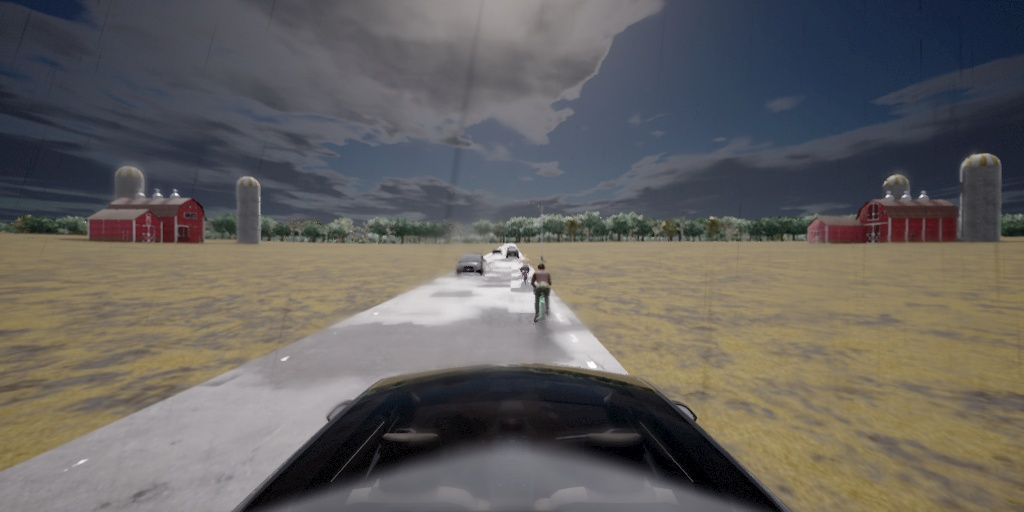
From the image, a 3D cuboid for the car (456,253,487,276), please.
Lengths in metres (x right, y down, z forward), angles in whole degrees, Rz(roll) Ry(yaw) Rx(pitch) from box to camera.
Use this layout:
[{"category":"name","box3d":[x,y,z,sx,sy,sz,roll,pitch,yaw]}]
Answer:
[{"category":"car","box3d":[-2.847,0.562,25.832,1.837,1.490,4.892,0,2,0]}]

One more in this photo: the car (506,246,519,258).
[{"category":"car","box3d":[0.088,-0.518,55.125,1.882,1.535,5.008,0,2,0]}]

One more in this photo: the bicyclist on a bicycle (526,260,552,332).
[{"category":"bicyclist on a bicycle","box3d":[0.755,1.012,9.045,0.582,1.620,1.656,0,1,0]}]

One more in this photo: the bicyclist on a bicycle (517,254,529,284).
[{"category":"bicyclist on a bicycle","box3d":[0.733,0.685,19.725,0.866,1.612,1.509,0,2,0]}]
